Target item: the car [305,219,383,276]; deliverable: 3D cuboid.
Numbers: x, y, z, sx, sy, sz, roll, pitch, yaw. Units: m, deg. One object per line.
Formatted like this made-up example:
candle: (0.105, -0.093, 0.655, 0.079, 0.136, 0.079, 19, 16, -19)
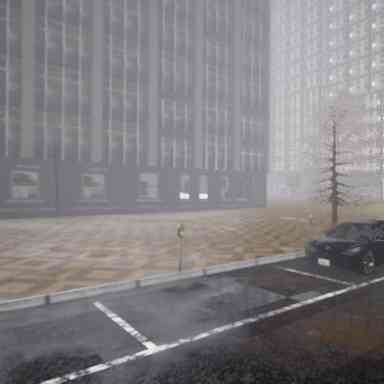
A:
car: (5.402, 1.555, 10.400, 4.313, 1.339, 1.947, 0, 1, -35)
